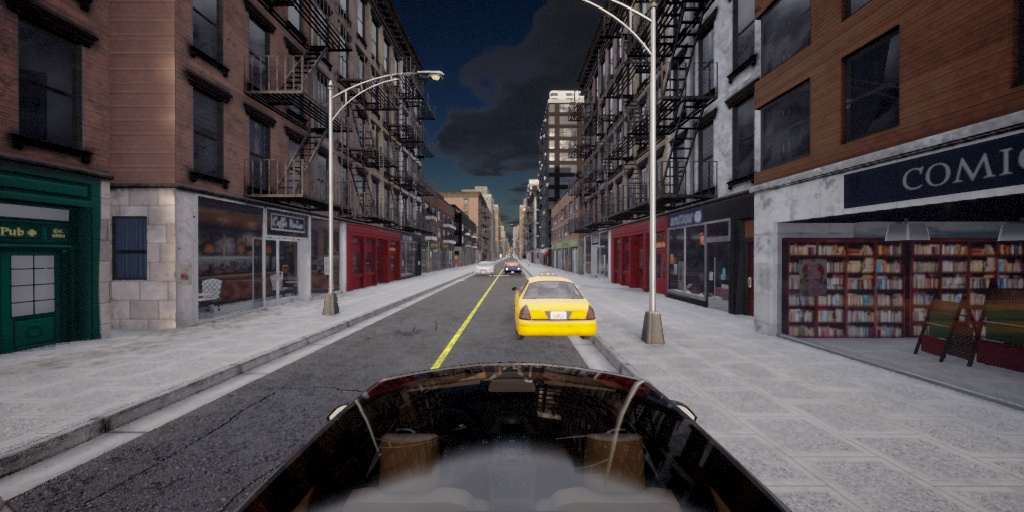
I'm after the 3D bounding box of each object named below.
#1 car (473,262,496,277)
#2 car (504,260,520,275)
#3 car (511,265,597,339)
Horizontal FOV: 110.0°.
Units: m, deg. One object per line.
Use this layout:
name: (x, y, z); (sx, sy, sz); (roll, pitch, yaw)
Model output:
car: (-2.736, 1.294, 36.602); (1.812, 1.442, 4.674); (0, 0, 0)
car: (0.089, 1.373, 39.079); (1.895, 1.301, 4.718); (0, 0, 0)
car: (0.965, 1.206, 9.991); (1.801, 1.575, 5.366); (0, 0, 0)
